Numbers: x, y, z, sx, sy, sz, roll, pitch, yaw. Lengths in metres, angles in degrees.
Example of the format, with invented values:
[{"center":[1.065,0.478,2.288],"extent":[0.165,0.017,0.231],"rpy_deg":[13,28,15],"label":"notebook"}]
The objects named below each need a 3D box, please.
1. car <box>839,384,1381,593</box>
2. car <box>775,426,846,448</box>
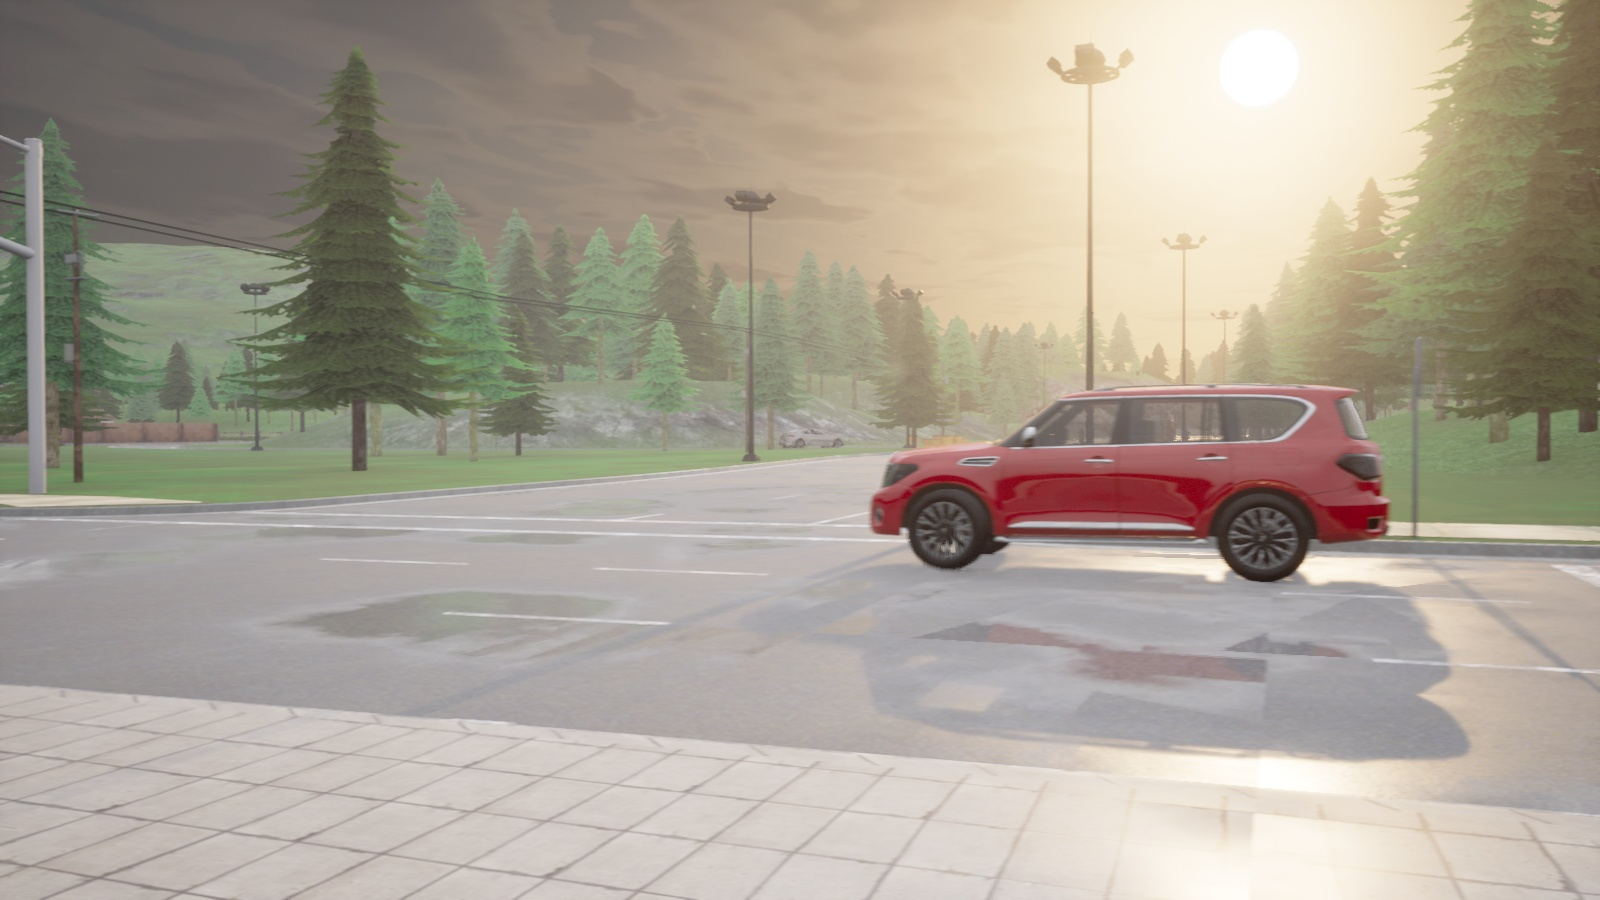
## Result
[{"center":[3.436,0.326,14.260],"extent":[5.566,2.045,2.150],"rpy_deg":[1,1,20],"label":"car"},{"center":[0.832,-0.980,96.184],"extent":[5.027,1.651,2.152],"rpy_deg":[0,1,-28],"label":"car"}]
